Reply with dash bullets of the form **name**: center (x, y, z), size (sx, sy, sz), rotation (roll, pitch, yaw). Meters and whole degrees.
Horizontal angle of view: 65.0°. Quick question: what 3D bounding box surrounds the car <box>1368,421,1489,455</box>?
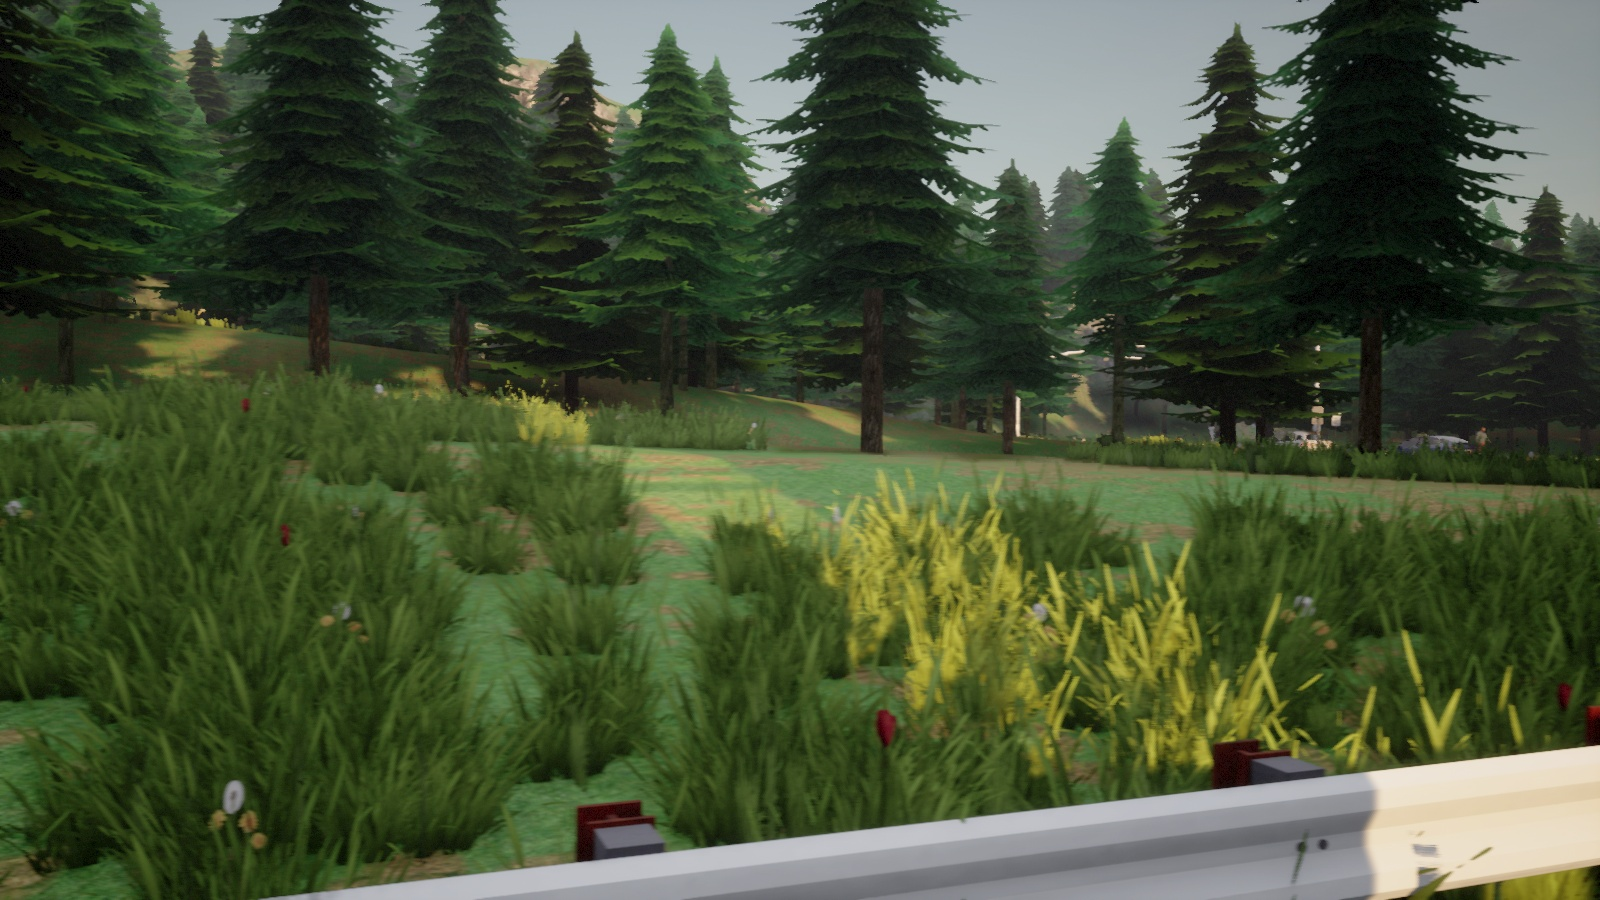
- **car**: center (28.770, -0.553, 57.705), size (2.163, 1.488, 4.792), rotation (-1, 1, -20)

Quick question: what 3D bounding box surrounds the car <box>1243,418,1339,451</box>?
- **car**: center (25.772, -0.812, 66.088), size (2.242, 1.667, 4.611), rotation (-1, 1, -20)
